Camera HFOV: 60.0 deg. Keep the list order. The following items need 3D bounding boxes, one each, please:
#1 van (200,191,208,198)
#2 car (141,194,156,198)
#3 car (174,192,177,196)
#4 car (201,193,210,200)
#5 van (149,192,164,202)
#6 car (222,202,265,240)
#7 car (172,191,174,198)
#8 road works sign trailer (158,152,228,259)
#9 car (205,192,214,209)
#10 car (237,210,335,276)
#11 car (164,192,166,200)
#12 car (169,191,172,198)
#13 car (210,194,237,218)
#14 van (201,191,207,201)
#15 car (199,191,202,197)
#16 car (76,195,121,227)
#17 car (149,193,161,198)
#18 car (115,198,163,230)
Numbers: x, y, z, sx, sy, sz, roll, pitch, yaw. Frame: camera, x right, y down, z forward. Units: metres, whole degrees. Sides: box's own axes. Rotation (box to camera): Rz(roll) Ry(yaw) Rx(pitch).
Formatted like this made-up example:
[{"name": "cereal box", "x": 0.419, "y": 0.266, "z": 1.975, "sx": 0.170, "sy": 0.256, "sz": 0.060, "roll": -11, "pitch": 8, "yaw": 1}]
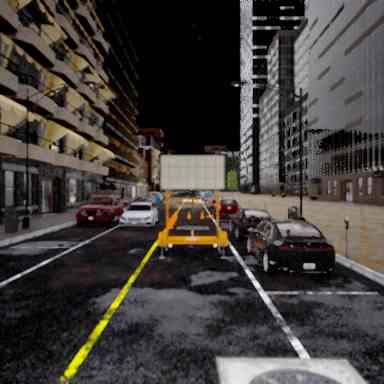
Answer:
[{"name": "van", "x": 2.894, "y": 0.594, "z": 82.273, "sx": 1.690, "sy": 1.788, "sz": 3.998, "roll": 1, "pitch": 1, "yaw": 0}, {"name": "car", "x": -5.592, "y": 1.216, "z": 37.739, "sx": 1.947, "sy": 1.339, "sz": 4.313, "roll": 1, "pitch": 1, "yaw": 0}, {"name": "car", "x": -5.486, "y": 0.565, "z": 82.293, "sx": 2.192, "sy": 1.841, "sz": 5.009, "roll": 1, "pitch": 1, "yaw": 0}, {"name": "car", "x": 2.866, "y": 0.876, "z": 71.305, "sx": 1.752, "sy": 1.417, "sz": 4.829, "roll": 1, "pitch": 1, "yaw": 0}, {"name": "van", "x": -5.563, "y": 0.891, "z": 48.877, "sx": 1.690, "sy": 1.788, "sz": 3.998, "roll": 1, "pitch": 1, "yaw": 0}, {"name": "car", "x": 2.737, "y": 1.408, "z": 15.441, "sx": 2.008, "sy": 1.369, "sz": 4.403, "roll": 1, "pitch": 1, "yaw": 0}, {"name": "car", "x": -5.515, "y": 0.876, "z": 70.986, "sx": 1.752, "sy": 1.417, "sz": 4.829, "roll": 1, "pitch": 1, "yaw": 0}, {"name": "road works sign trailer", "x": 0.027, "y": 0.351, "z": 12.132, "sx": 2.380, "sy": 3.560, "sz": 2.880, "roll": 0, "pitch": 1, "yaw": 0}, {"name": "car", "x": 2.790, "y": 1.094, "z": 37.718, "sx": 1.967, "sy": 1.590, "sz": 4.097, "roll": 1, "pitch": 1, "yaw": 0}, {"name": "car", "x": 2.724, "y": 1.459, "z": 9.873, "sx": 2.008, "sy": 1.369, "sz": 4.403, "roll": 1, "pitch": 1, "yaw": 0}, {"name": "car", "x": -5.553, "y": 1.026, "z": 54.278, "sx": 1.752, "sy": 1.417, "sz": 4.829, "roll": 1, "pitch": 1, "yaw": 0}, {"name": "car", "x": -5.528, "y": 0.950, "z": 65.586, "sx": 2.008, "sy": 1.369, "sz": 4.403, "roll": 1, "pitch": 1, "yaw": 0}, {"name": "car", "x": 2.764, "y": 1.195, "z": 26.579, "sx": 1.967, "sy": 1.590, "sz": 4.097, "roll": 1, "pitch": 1, "yaw": 0}, {"name": "van", "x": 2.830, "y": 0.844, "z": 54.426, "sx": 1.690, "sy": 1.788, "sz": 3.998, "roll": 1, "pitch": 1, "yaw": 0}, {"name": "car", "x": 2.852, "y": 0.984, "z": 65.566, "sx": 1.802, "sy": 1.307, "sz": 4.206, "roll": 1, "pitch": 1, "yaw": 0}, {"name": "car", "x": -5.627, "y": 1.118, "z": 21.028, "sx": 2.192, "sy": 1.841, "sz": 5.009, "roll": 1, "pitch": 1, "yaw": 0}, {"name": "car", "x": -5.580, "y": 1.151, "z": 43.309, "sx": 2.008, "sy": 1.369, "sz": 4.403, "roll": 1, "pitch": 1, "yaw": 0}, {"name": "car", "x": -3.041, "y": 1.340, "z": 19.904, "sx": 1.812, "sy": 1.442, "sz": 4.674, "roll": 0, "pitch": 1, "yaw": 0}]
